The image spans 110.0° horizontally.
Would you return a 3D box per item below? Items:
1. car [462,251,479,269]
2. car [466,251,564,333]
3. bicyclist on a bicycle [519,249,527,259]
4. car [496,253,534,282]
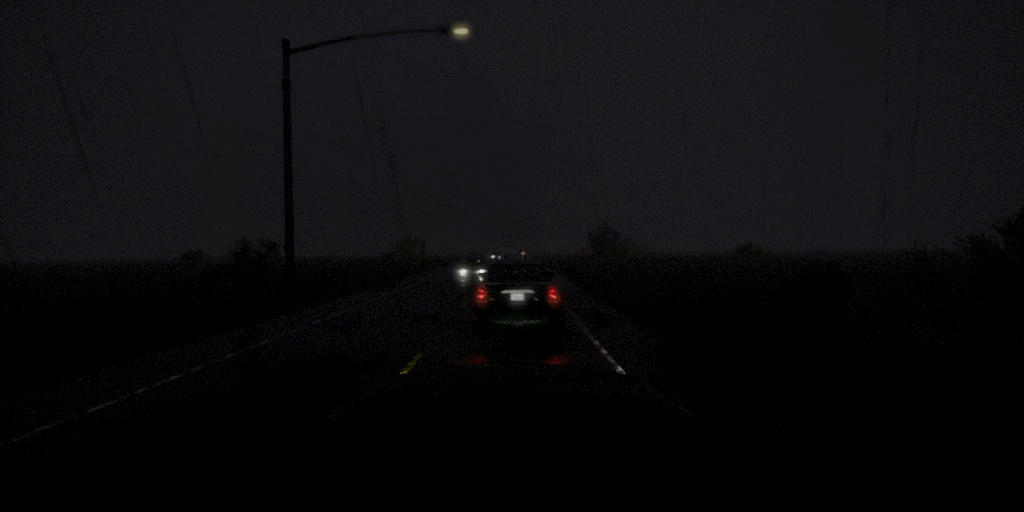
[{"bbox_3d":[-3.450,0.307,33.138,1.882,1.535,5.008,0,2,0],"label":"car"},{"bbox_3d":[0.136,0.860,9.938,2.097,1.767,4.553,0,2,0],"label":"car"},{"bbox_3d":[1.118,0.159,36.753,0.866,1.612,1.509,0,2,1],"label":"bicyclist on a bicycle"},{"bbox_3d":[0.197,0.625,22.738,2.128,1.511,4.902,0,2,0],"label":"car"}]
